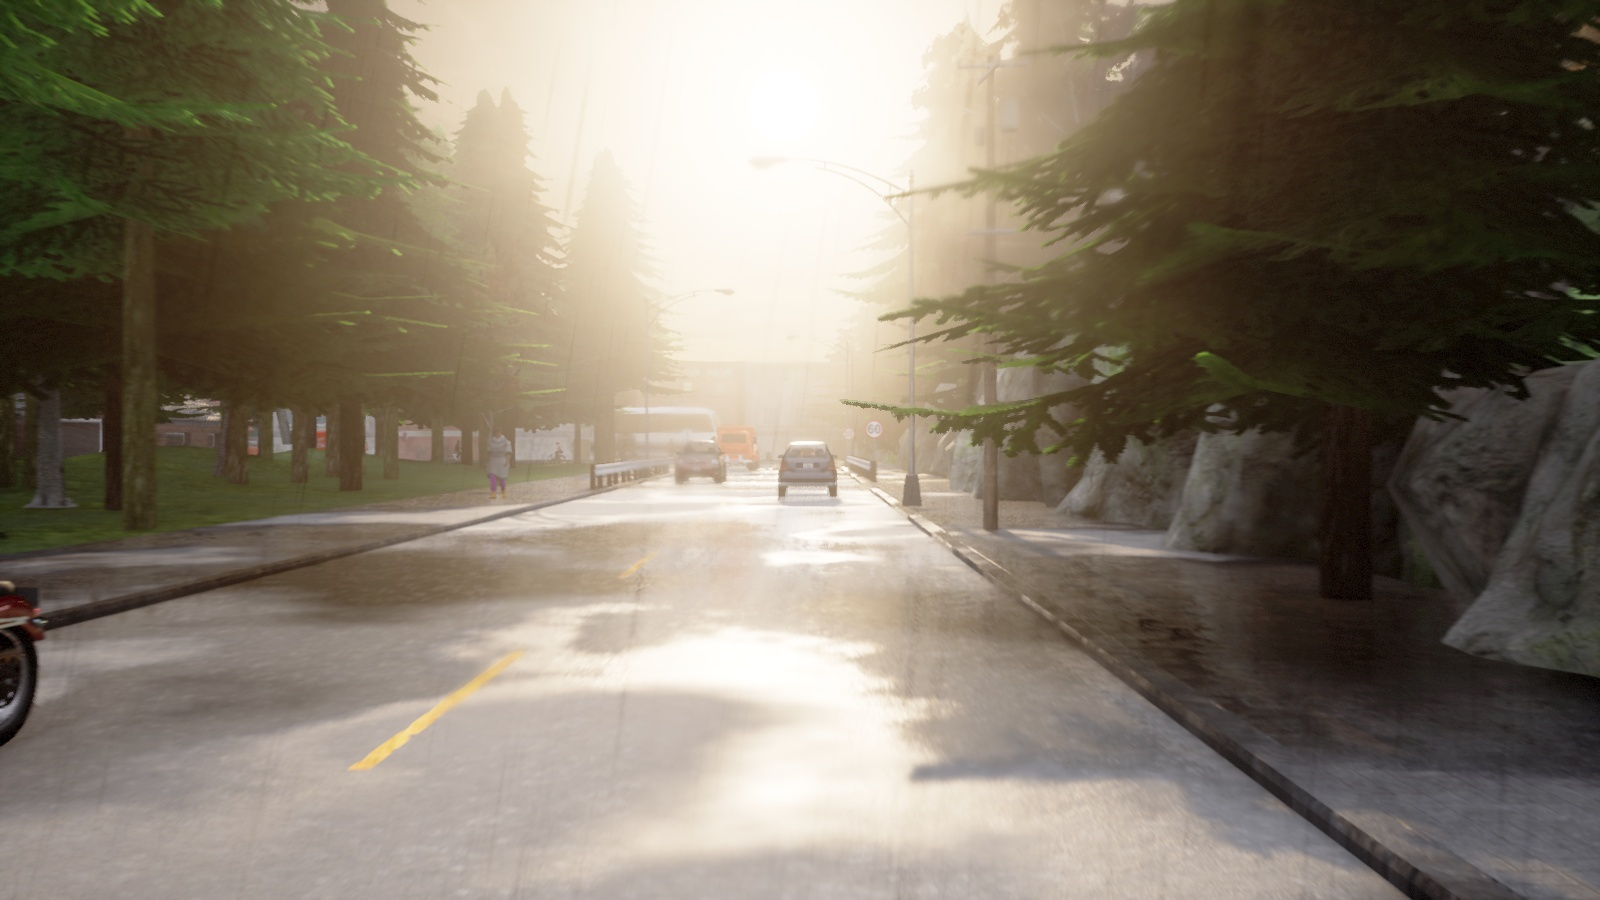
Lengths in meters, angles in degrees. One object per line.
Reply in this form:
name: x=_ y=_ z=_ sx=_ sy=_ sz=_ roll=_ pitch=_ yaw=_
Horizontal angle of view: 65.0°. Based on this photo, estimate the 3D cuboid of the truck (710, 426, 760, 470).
truck: x=-3.698 y=-0.124 z=72.740 sx=2.627 sy=2.467 sz=5.204 roll=0 pitch=0 yaw=0

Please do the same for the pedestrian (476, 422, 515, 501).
pedestrian: x=-7.644 y=0.285 z=31.571 sx=0.659 sy=1.952 sz=0.873 roll=0 pitch=0 yaw=10

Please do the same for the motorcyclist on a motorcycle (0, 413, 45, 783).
motorcyclist on a motorcycle: x=-3.958 y=0.669 z=4.754 sx=0.766 sy=1.649 sz=2.350 roll=0 pitch=1 yaw=0

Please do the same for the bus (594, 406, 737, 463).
bus: x=-10.110 y=-1.136 z=95.285 sx=10.273 sy=4.253 sz=3.944 roll=0 pitch=-1 yaw=4

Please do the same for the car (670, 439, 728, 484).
car: x=-3.735 y=0.396 z=47.037 sx=1.851 sy=1.617 sz=3.988 roll=0 pitch=0 yaw=0

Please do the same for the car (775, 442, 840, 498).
car: x=0.223 y=0.533 z=36.507 sx=1.789 sy=1.549 sz=3.705 roll=0 pitch=0 yaw=0
